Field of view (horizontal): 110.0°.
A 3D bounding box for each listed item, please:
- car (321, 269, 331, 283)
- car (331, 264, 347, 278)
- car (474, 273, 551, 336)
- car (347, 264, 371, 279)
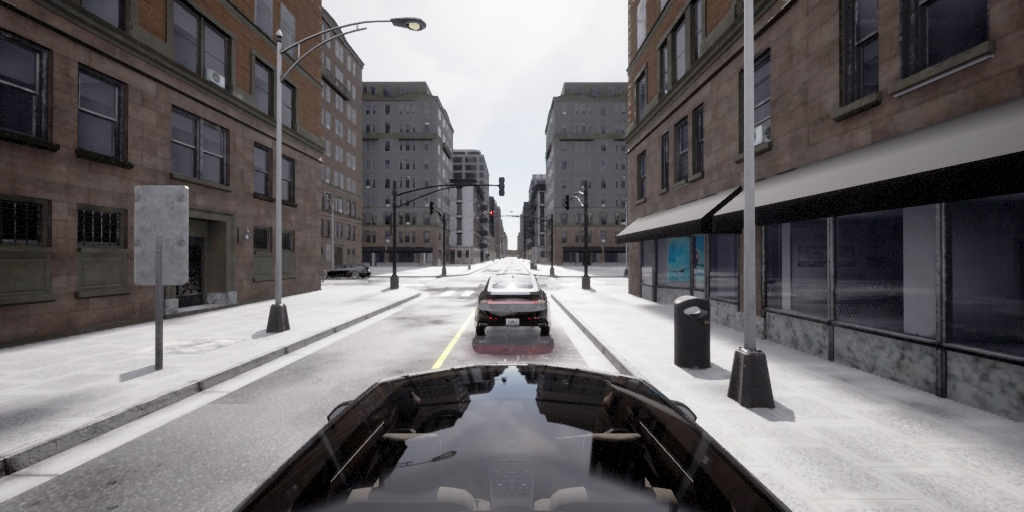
[{"bbox_3d":[-14.706,1.289,23.552,4.313,1.339,1.948,0,0,0],"label":"car"},{"bbox_3d":[-14.734,1.300,26.096,4.181,1.385,1.994,0,0,0],"label":"car"},{"bbox_3d":[0.025,1.242,10.362,2.128,1.511,4.902,0,0,0],"label":"car"},{"bbox_3d":[-10.443,1.352,29.023,4.718,1.301,1.895,0,0,0],"label":"car"}]
